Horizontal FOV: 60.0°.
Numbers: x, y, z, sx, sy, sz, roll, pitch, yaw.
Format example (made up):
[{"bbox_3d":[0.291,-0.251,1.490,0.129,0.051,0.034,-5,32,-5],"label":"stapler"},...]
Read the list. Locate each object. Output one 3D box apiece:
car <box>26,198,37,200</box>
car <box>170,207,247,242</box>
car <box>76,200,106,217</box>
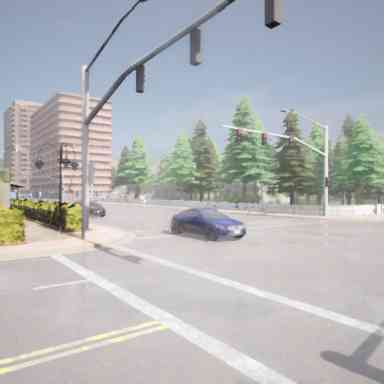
[{"bbox_3d":[-23.962,1.596,49.595,1.895,1.301,4.718,0,0,-36],"label":"car"},{"bbox_3d":[0.638,1.520,16.622,1.812,1.442,4.674,0,0,-36],"label":"car"},{"bbox_3d":[-9.370,1.499,30.038,1.837,1.490,4.892,0,0,-37],"label":"car"}]
